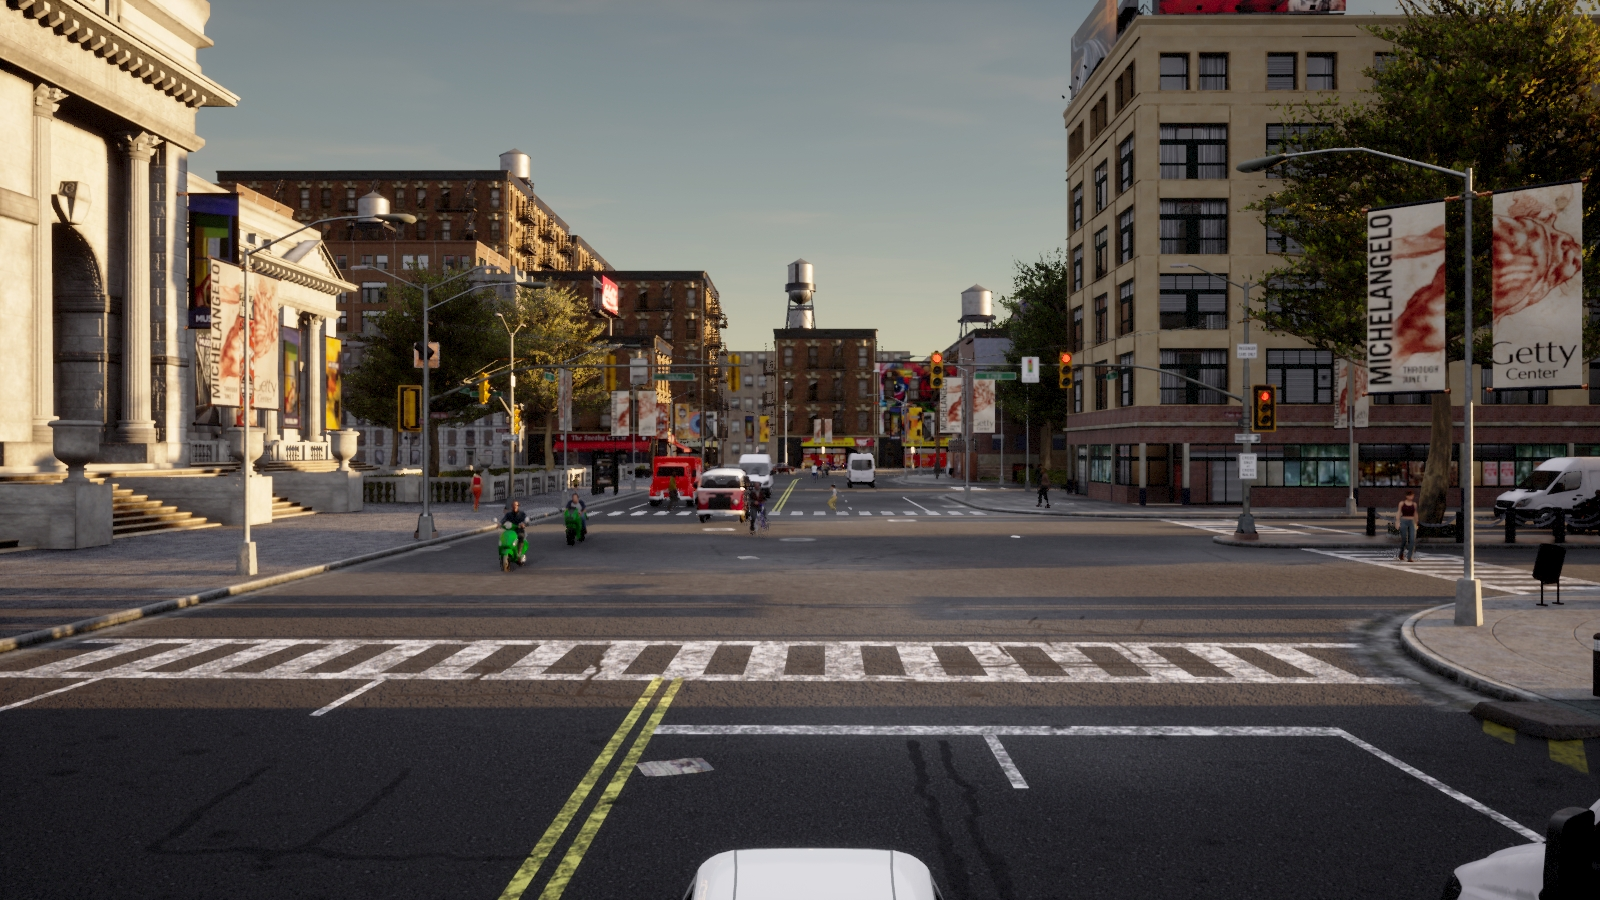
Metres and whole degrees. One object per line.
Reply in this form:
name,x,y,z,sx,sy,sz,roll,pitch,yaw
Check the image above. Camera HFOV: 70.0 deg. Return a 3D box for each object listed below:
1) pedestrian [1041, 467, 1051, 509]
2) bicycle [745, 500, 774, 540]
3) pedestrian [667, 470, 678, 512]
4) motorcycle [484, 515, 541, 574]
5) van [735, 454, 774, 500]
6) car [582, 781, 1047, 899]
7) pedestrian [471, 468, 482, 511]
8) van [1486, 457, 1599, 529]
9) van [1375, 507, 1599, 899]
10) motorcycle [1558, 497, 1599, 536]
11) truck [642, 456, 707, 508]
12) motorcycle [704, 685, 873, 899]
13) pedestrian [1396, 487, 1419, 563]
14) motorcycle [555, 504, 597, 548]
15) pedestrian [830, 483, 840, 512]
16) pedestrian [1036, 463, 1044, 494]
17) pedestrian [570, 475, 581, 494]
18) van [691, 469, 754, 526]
pedestrian,11.048,1.697,51.259,0.375,1.860,0.375,0,0,1
bicycle,-1.303,2.210,36.370,0.329,1.171,1.835,1,-1,-20
pedestrian,-5.731,1.849,51.386,0.375,1.860,0.375,0,0,7
motorcycle,-6.701,2.182,26.727,0.856,1.236,1.805,0,0,1
van,-2.650,1.534,67.485,1.988,2.561,5.915,0,0,1
car,0.047,2.120,3.817,1.481,1.376,2.207,0,0,0
pedestrian,-13.864,1.697,49.018,0.375,1.860,0.375,0,0,-3
van,28.485,1.534,41.518,5.915,2.561,1.988,0,0,1
van,3.538,1.534,2.141,1.988,2.561,5.915,0,0,1
motorcycle,26.649,2.205,38.041,2.209,1.251,0.867,0,0,1
truck,-6.284,1.565,57.898,2.627,2.467,5.204,0,0,1
motorcycle,-0.047,2.182,6.691,0.856,1.236,1.805,0,0,1
pedestrian,15.094,1.848,28.390,0.375,1.860,0.375,0,0,6
motorcycle,-6.581,2.213,33.647,0.803,1.145,2.033,0,0,1
pedestrian,1.579,2.128,51.463,0.375,1.300,0.375,0,0,8
pedestrian,14.311,1.696,68.251,0.375,1.860,0.375,0,0,-6
pedestrian,-13.485,2.076,68.603,0.500,1.100,0.500,0,0,4
van,-2.960,1.782,44.546,2.069,2.038,4.480,0,0,1
